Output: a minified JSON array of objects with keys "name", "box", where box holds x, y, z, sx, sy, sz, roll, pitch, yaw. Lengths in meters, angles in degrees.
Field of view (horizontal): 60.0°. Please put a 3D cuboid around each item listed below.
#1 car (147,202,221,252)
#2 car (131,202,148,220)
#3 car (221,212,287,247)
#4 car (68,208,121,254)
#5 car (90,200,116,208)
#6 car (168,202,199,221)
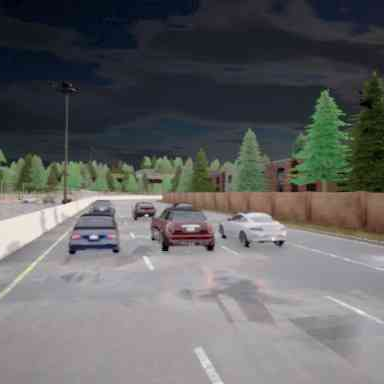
[{"name":"car","box":[-0.558,1.444,14.665,2.097,1.767,4.553,1,-1,-14]},{"name":"car","box":[-4.268,1.650,29.434,1.837,1.490,4.892,1,0,-14]},{"name":"car","box":[2.764,1.676,15.802,1.812,1.442,4.674,1,0,-14]},{"name":"car","box":[-3.935,1.585,13.719,2.033,1.411,5.357,1,0,-14]},{"name":"car","box":[-7.606,1.436,28.361,2.097,1.767,4.553,1,-1,-14]},{"name":"car","box":[-0.871,1.705,30.273,1.837,1.490,4.892,1,0,-14]}]
